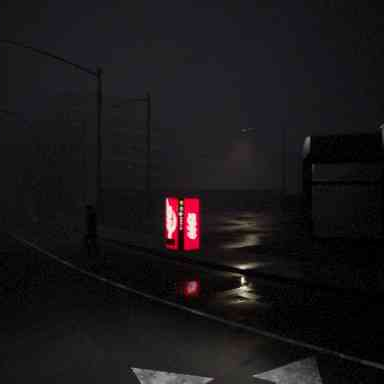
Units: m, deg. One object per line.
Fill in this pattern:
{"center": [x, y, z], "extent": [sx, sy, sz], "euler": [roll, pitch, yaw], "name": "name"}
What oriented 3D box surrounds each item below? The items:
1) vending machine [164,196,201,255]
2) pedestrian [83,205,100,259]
{"center": [-0.354, 1.194, 12.566], "extent": [1.100, 2.100, 0.880], "euler": [0, 0, -40], "name": "vending machine"}
{"center": [-3.369, 1.292, 11.077], "extent": [0.375, 1.860, 0.375], "euler": [0, 0, -39], "name": "pedestrian"}
